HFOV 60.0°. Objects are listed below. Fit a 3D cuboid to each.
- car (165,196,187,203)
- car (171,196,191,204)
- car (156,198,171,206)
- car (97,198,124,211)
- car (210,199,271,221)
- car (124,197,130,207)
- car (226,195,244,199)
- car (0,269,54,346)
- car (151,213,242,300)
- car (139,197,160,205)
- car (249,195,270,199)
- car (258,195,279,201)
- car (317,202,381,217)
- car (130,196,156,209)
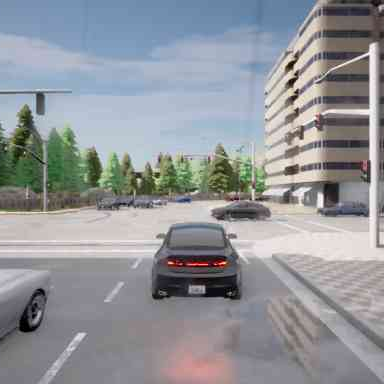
[{"bbox_3d":[-3.310,1.540,70.779,2.033,1.411,5.357,0,0,31],"label":"car"},{"bbox_3d":[-1.900,1.478,66.061,1.882,1.535,5.008,0,0,28],"label":"car"},{"bbox_3d":[-5.631,1.601,56.257,1.895,1.301,4.718,0,0,14],"label":"car"},{"bbox_3d":[-10.399,1.505,41.671,1.837,1.490,4.892,0,0,2],"label":"car"},{"bbox_3d":[3.795,1.525,26.202,4.892,1.490,1.837,1,-1,-14],"label":"car"},{"bbox_3d":[-9.961,1.547,51.367,2.033,1.411,5.357,0,0,6],"label":"car"},{"bbox_3d":[9.710,1.478,75.109,5.008,1.535,1.882,0,0,-41],"label":"car"},{"bbox_3d":[-3.426,1.601,3.869,1.895,1.301,4.718,0,0,0],"label":"car"},{"bbox_3d":[0.116,1.505,8.390,1.837,1.490,4.892,0,0,1],"label":"car"},{"bbox_3d":[-7.784,1.601,61.277,1.895,1.301,4.718,0,0,20],"label":"car"},{"bbox_3d":[15.183,1.595,74.838,4.718,1.301,1.895,0,0,-33],"label":"car"},{"bbox_3d":[18.507,1.500,80.625,4.892,1.490,1.837,0,0,-22],"label":"car"},{"bbox_3d":[14.601,1.603,31.061,5.357,1.411,2.033,0,0,0],"label":"car"},{"bbox_3d":[-6.757,1.352,46.477,2.097,1.767,4.553,0,0,3],"label":"car"}]
